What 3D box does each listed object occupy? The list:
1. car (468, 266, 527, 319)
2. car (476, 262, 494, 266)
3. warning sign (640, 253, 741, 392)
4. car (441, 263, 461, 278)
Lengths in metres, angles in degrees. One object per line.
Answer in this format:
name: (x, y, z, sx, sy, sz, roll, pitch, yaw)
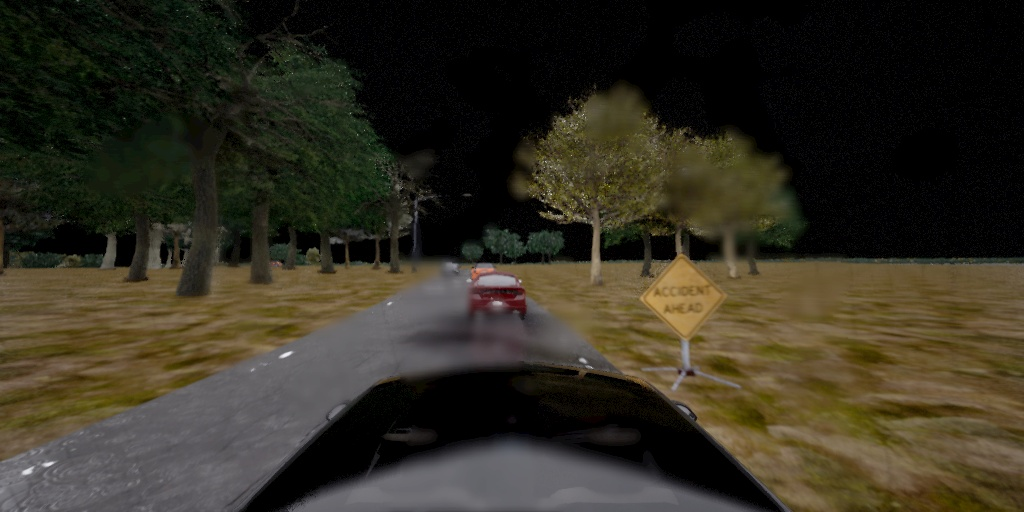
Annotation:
car: (-0.600, 1.309, 13.256, 1.882, 1.535, 5.008, 0, 0, -5)
car: (-2.344, 1.301, 30.334, 2.097, 1.767, 4.553, 0, 0, -6)
warning sign: (2.592, 0.888, 5.317, 1.300, 1.860, 1.060, 0, 0, -2)
car: (-6.408, 1.487, 38.191, 1.882, 1.535, 5.008, 0, 0, -6)
